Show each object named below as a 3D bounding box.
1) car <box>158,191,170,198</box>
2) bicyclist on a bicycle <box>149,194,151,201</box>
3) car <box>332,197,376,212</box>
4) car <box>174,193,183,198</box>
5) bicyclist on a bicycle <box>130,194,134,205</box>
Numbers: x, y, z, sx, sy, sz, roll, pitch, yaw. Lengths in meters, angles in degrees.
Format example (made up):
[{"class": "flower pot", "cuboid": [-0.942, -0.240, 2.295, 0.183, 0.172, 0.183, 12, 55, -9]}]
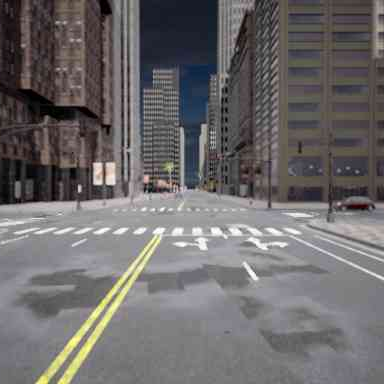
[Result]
[{"class": "car", "cuboid": [-6.512, 0.642, 81.129, 2.097, 1.767, 4.553, 0, 0, 0]}, {"class": "bicyclist on a bicycle", "cuboid": [-8.760, 1.167, 69.590, 0.582, 1.620, 1.656, 0, 1, 0]}, {"class": "car", "cuboid": [16.674, 1.203, 34.624, 4.097, 1.590, 1.967, 0, 1, 0]}, {"class": "car", "cuboid": [-3.261, 0.827, 81.100, 2.033, 1.411, 5.357, 0, 0, 0]}, {"class": "bicyclist on a bicycle", "cuboid": [-8.757, 1.167, 48.352, 0.659, 1.776, 1.843, 0, 0, 0]}]
